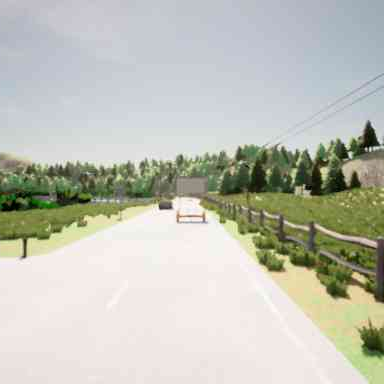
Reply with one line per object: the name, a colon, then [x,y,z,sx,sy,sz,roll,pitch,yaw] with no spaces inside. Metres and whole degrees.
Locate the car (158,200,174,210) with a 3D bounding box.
car: [-3.450,1.725,44.583,1.895,1.301,4.718,0,0,0]

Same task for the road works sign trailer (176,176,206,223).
road works sign trailer: [-0.094,0.536,26.336,2.380,3.560,2.880,0,0,0]
